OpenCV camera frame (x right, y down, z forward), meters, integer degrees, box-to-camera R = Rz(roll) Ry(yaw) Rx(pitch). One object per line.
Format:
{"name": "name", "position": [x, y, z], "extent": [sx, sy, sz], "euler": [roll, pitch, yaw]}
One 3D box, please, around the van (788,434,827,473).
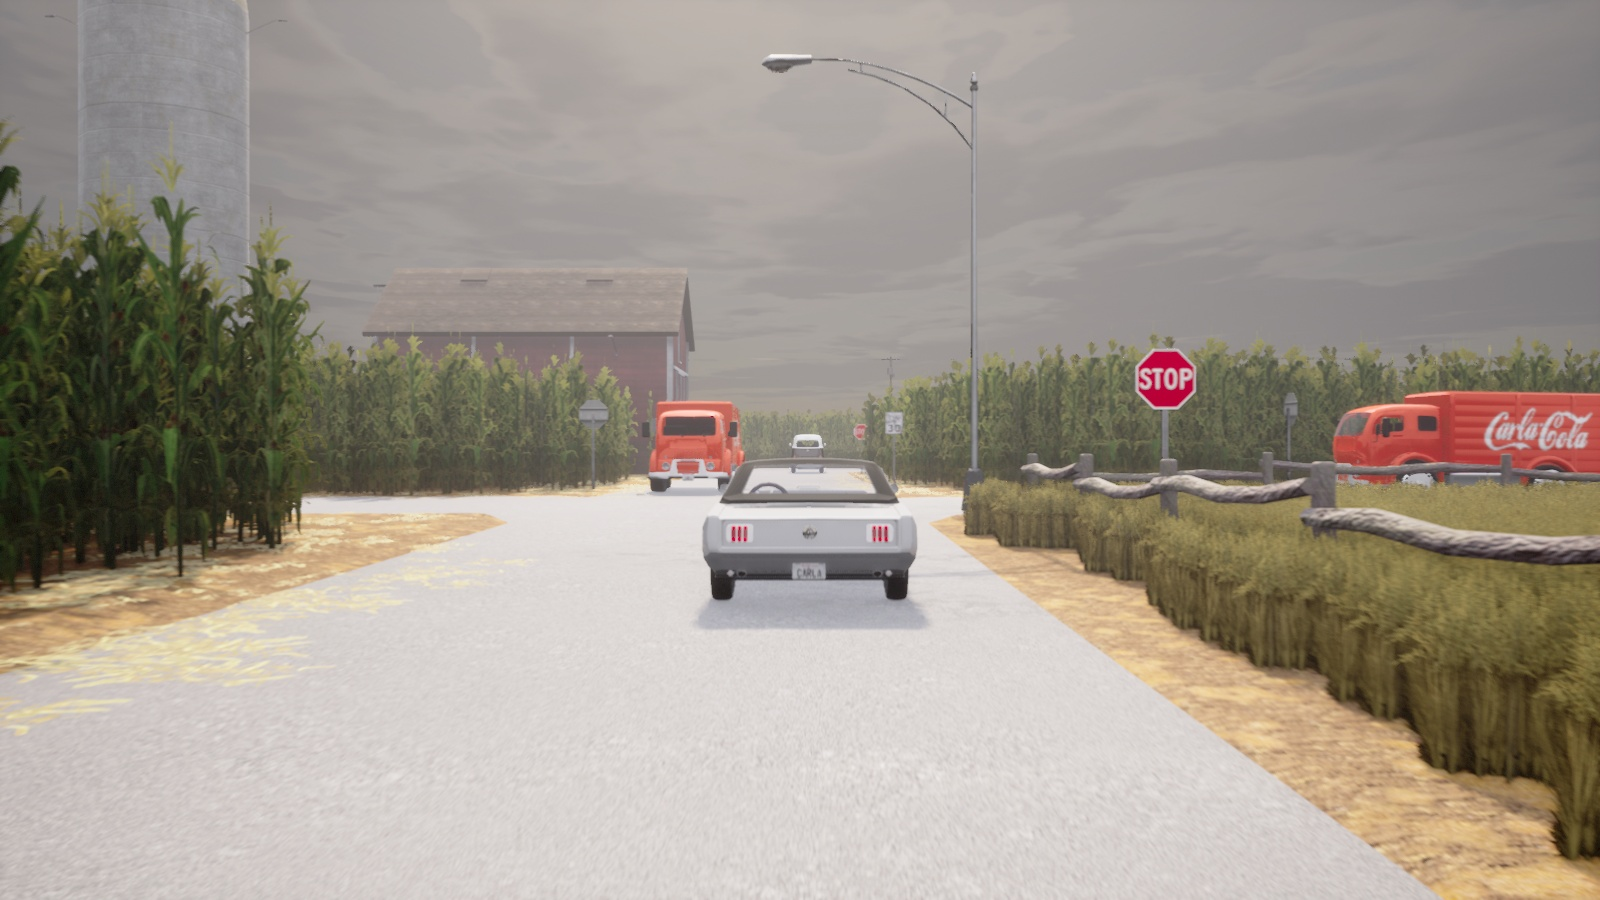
{"name": "van", "position": [0.408, 0.188, 67.905], "extent": [2.069, 2.038, 4.480], "euler": [0, 0, 0]}

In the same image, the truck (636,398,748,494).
{"name": "truck", "position": [-2.882, -0.105, 34.853], "extent": [2.627, 2.467, 5.204], "euler": [0, 0, 0]}

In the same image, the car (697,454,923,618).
{"name": "car", "position": [0.091, 0.726, 12.887], "extent": [1.895, 1.301, 4.718], "euler": [0, 1, 0]}

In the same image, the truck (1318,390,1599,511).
{"name": "truck", "position": [14.431, 0.002, 27.332], "extent": [5.204, 2.467, 2.627], "euler": [1, 0, 0]}
